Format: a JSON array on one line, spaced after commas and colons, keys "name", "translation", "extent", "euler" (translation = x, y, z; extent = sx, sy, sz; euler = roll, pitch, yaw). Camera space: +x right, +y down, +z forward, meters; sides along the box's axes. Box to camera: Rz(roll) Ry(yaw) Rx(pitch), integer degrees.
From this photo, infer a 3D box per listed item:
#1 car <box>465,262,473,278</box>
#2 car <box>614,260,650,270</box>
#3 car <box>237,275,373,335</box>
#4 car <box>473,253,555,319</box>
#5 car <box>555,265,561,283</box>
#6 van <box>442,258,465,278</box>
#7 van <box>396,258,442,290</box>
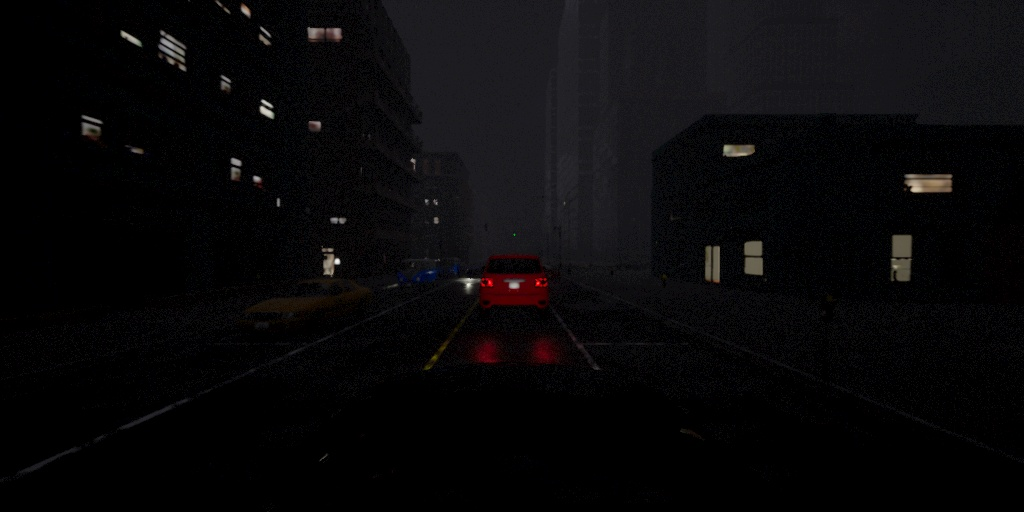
[{"name": "car", "translation": [-3.087, 1.179, 33.899], "extent": [1.882, 1.535, 5.008], "euler": [0, 0, 0]}, {"name": "car", "translation": [16.700, 1.370, 50.871], "extent": [4.403, 1.370, 2.007], "euler": [0, 0, 1]}, {"name": "car", "translation": [-5.694, 1.264, 10.578], "extent": [1.751, 1.417, 4.829], "euler": [0, 0, 0]}, {"name": "car", "translation": [0.061, 0.953, 12.841], "extent": [2.150, 2.045, 5.566], "euler": [0, -1, 0]}, {"name": "car", "translation": [2.682, 1.258, 27.528], "extent": [1.888, 1.381, 4.507], "euler": [0, 0, 0]}, {"name": "van", "translation": [-5.700, 1.043, 33.071], "extent": [1.690, 1.789, 3.998], "euler": [0, 0, 0]}, {"name": "van", "translation": [-5.698, 1.063, 21.908], "extent": [1.690, 1.789, 3.998], "euler": [0, 0, 0]}]
